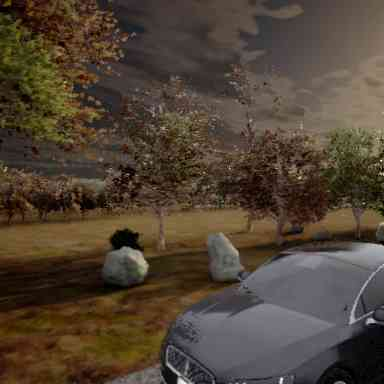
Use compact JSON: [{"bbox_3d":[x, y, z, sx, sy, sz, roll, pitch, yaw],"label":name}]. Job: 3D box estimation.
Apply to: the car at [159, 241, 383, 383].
[{"bbox_3d":[1.899,1.508,4.432,4.892,1.490,1.837,0,0,-36],"label":"car"}]
